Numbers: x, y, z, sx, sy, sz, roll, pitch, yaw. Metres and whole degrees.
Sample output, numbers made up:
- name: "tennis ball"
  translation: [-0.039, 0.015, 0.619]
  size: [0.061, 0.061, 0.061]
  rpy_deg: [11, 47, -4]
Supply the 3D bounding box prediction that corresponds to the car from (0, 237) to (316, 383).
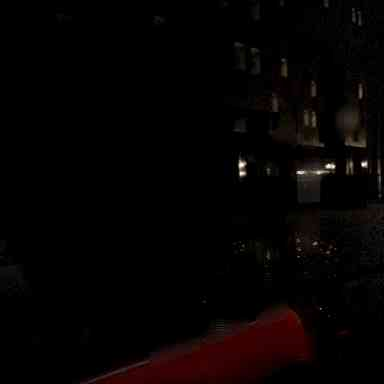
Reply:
- name: "car"
  translation: [-1.120, 1.352, 2.580]
  size: [4.553, 1.767, 2.097]
  rpy_deg: [0, 0, -35]
